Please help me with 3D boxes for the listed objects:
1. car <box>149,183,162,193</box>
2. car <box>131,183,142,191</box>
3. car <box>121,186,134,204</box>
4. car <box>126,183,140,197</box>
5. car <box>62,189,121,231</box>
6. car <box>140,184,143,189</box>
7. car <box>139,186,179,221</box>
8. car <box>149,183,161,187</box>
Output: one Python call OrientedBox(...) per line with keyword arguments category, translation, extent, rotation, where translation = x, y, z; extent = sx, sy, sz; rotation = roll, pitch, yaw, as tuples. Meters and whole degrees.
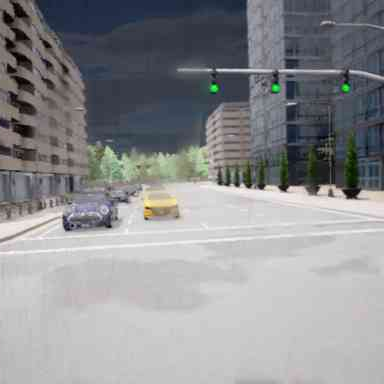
OrientedBox(category="car", translation=(-5.983, -0.698, 54.224), extent=(1.994, 1.385, 4.181), rotation=(-2, 2, -7))
OrientedBox(category="car", translation=(-10.878, -0.999, 65.927), extent=(1.837, 1.490, 4.892), rotation=(-2, 3, -7))
OrientedBox(category="car", translation=(-6.876, 0.423, 31.094), extent=(1.994, 1.385, 4.181), rotation=(-2, 2, -7))
OrientedBox(category="car", translation=(-8.216, -0.114, 43.292), extent=(1.837, 1.490, 4.892), rotation=(-2, 2, -6))
OrientedBox(category="car", translation=(-4.925, 0.769, 16.500), extent=(2.097, 1.767, 4.553), rotation=(-2, 3, -8))
OrientedBox(category="car", translation=(-9.455, -0.522, 53.823), extent=(1.837, 1.490, 4.892), rotation=(-2, 2, -7))
OrientedBox(category="car", translation=(-1.891, 0.662, 19.411), extent=(1.882, 1.535, 5.008), rotation=(-2, 3, -7))
OrientedBox(category="car", translation=(-4.106, -0.036, 37.461), extent=(1.882, 1.535, 5.008), rotation=(-2, 3, -7))
